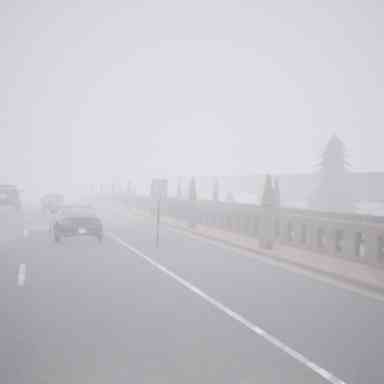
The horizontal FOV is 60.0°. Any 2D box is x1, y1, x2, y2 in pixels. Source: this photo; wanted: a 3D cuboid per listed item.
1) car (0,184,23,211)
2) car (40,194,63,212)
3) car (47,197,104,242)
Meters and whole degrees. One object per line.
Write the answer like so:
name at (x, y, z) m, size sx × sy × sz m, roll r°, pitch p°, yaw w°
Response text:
car at (-14.887, 0.384, 26.616) m, size 2.150 × 2.045 × 5.566 m, roll 2°, pitch 1°, yaw -26°
car at (-11.390, 0.840, 27.375) m, size 2.033 × 1.411 × 5.357 m, roll 2°, pitch 1°, yaw -26°
car at (-5.006, 1.192, 14.272) m, size 1.812 × 1.442 × 4.674 m, roll 2°, pitch 1°, yaw -26°
